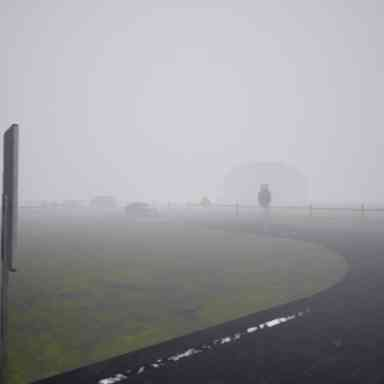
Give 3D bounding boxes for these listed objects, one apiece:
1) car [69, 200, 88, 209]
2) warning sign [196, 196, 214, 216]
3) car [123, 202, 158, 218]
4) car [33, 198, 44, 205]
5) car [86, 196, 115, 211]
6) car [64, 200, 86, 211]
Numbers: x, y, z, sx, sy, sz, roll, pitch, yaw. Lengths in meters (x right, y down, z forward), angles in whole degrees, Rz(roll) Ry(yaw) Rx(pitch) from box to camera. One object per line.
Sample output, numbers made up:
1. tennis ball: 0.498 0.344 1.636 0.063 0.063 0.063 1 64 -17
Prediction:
1. car: -19.097 2.072 55.912 1.812 1.442 4.674 1 -1 -36
2. warning sign: 1.277 1.316 32.168 1.300 1.860 1.060 2 -1 -36
3. car: -4.970 1.694 31.711 1.812 1.442 4.674 1 -1 -36
4. car: -38.823 2.367 84.587 2.097 1.767 4.553 1 -1 -36
5. car: -12.791 1.635 47.338 2.150 2.045 5.566 1 -1 -35
6. car: -17.761 1.959 49.397 1.812 1.442 4.674 1 -1 -36
